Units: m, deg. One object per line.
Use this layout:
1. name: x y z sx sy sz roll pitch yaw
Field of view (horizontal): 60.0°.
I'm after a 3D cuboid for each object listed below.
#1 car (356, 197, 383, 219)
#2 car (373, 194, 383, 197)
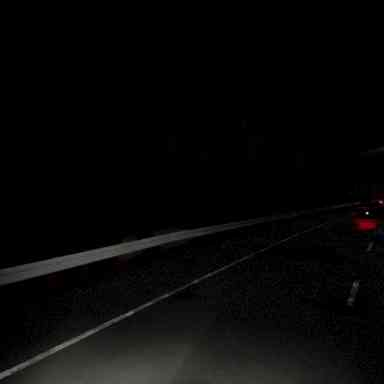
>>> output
1. car: 15.970 1.505 29.670 1.837 1.490 4.892 0 0 35
2. car: 22.004 1.221 38.223 2.150 2.045 5.566 0 0 35
